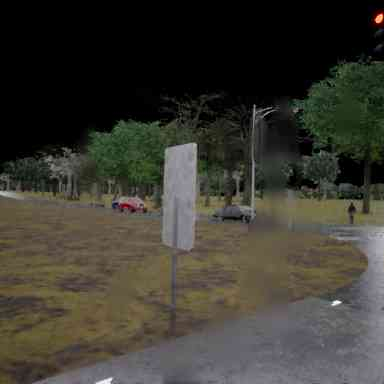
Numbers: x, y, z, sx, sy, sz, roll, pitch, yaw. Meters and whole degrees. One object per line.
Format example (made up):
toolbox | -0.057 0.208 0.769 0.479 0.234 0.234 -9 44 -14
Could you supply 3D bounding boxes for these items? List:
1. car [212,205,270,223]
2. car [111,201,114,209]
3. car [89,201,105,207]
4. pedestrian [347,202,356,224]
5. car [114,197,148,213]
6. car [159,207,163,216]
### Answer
car | 3.963 1.792 27.840 2.033 1.411 5.357 3 -2 -36
car | -11.616 1.895 55.838 2.150 2.045 5.566 3 -2 -36
car | -18.887 2.345 65.922 1.895 1.301 4.718 3 -2 -35
pedestrian | 13.354 1.717 27.813 0.375 1.860 0.375 2 -1 -36
car | -7.937 1.680 44.424 2.150 2.045 5.566 3 -2 -35
car | -1.848 1.927 35.896 1.994 1.385 4.181 3 -2 -37
